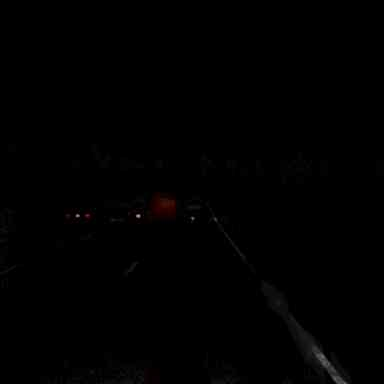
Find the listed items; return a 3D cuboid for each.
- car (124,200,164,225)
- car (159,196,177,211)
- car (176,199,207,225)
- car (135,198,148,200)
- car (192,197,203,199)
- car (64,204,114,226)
[{"bbox_3d":[-3.398,1.517,23.425,1.994,1.385,4.181,0,0,2],"label":"car"},{"bbox_3d":[-2.942,1.270,39.998,2.097,1.767,4.553,0,0,2],"label":"car"},{"bbox_3d":[0.112,1.478,23.456,1.812,1.442,4.674,0,0,1],"label":"car"},{"bbox_3d":[-6.381,1.441,42.023,1.812,1.442,4.674,0,0,2],"label":"car"},{"bbox_3d":[0.673,1.389,43.668,1.882,1.535,5.008,0,0,2],"label":"car"},{"bbox_3d":[-6.909,1.502,22.763,2.033,1.411,5.357,0,0,1],"label":"car"}]
